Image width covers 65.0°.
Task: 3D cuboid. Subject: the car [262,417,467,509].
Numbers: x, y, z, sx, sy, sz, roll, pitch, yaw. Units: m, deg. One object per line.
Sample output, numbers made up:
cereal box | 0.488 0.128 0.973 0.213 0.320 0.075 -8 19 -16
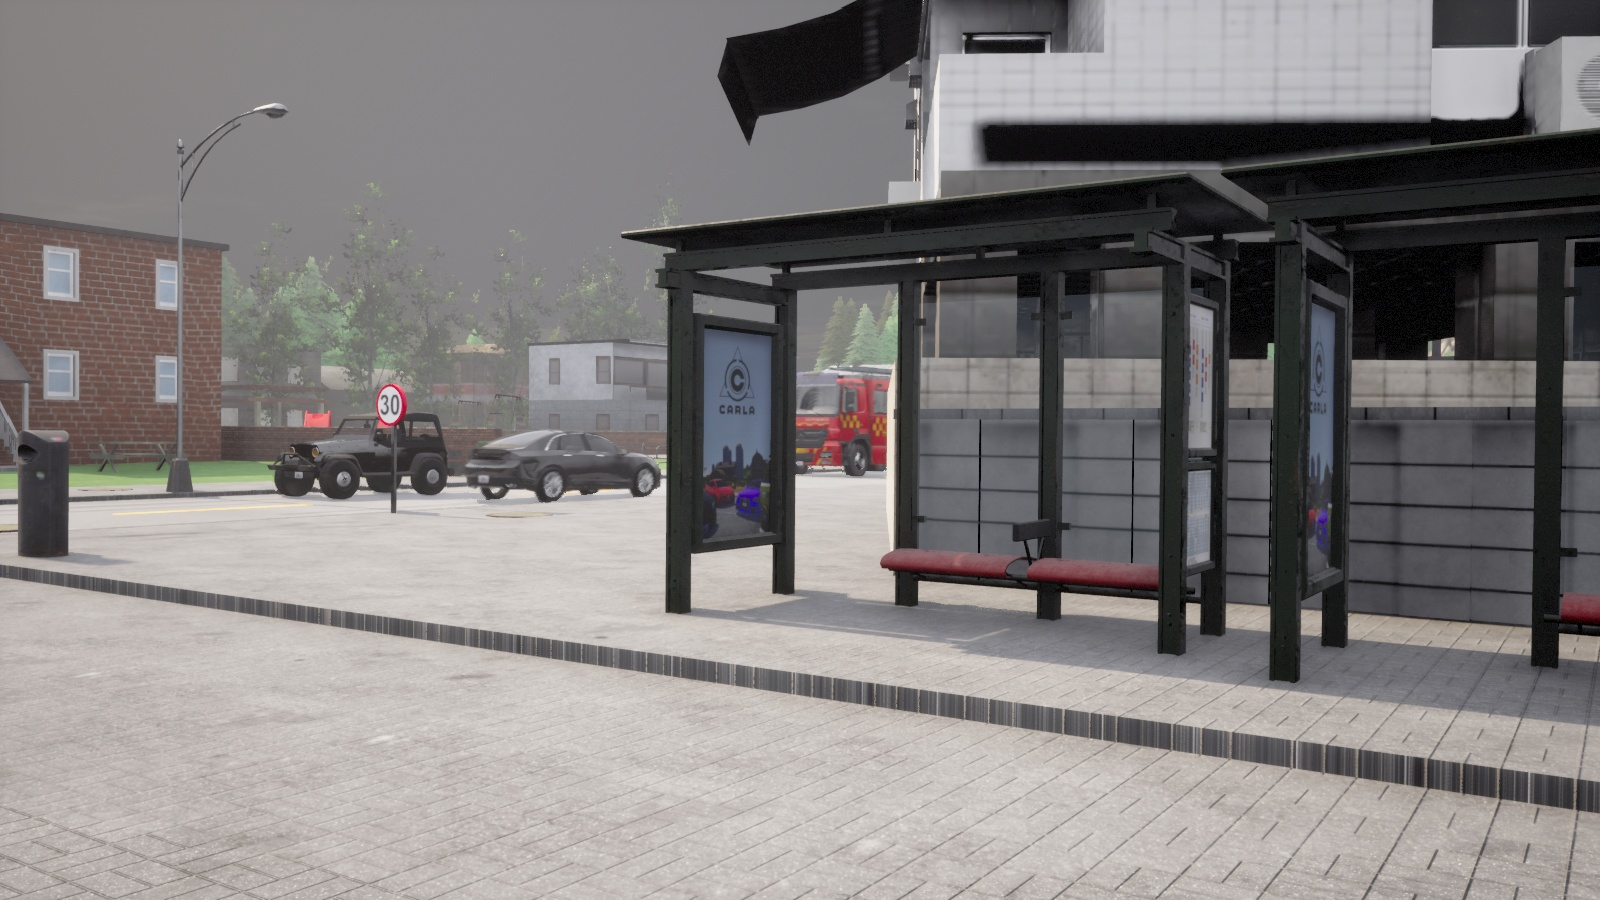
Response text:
car | -9.524 0.235 27.717 1.905 1.878 3.866 0 1 34

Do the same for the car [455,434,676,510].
car | -4.970 0.408 27.365 1.837 1.490 4.892 0 1 34

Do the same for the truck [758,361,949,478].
truck | 2.128 -1.071 45.298 2.891 3.827 8.468 0 1 34
